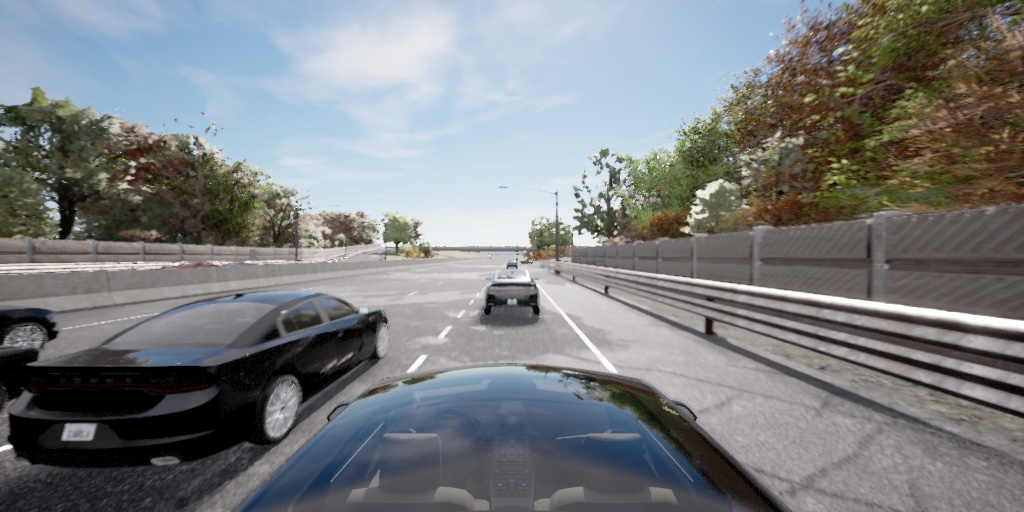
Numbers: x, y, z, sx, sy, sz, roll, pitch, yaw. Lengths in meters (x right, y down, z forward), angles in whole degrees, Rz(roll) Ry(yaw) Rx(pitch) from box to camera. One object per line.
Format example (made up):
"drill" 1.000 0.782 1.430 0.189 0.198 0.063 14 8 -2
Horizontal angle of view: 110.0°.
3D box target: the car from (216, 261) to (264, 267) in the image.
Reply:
"car" -24.488 1.344 33.449 1.895 1.301 4.718 0 0 0

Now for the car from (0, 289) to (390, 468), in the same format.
"car" -3.395 1.224 5.288 1.882 1.535 5.008 0 0 0

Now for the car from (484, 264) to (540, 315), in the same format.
"car" 0.007 1.231 13.622 2.128 1.511 4.902 0 0 0

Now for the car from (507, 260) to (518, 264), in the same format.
"car" 0.065 1.314 60.272 2.033 1.411 5.357 0 0 1

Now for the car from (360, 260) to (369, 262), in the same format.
"car" -21.014 1.306 50.942 2.033 1.411 5.357 0 0 1

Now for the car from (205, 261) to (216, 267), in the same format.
"car" -28.024 1.237 36.747 2.128 1.511 4.902 0 0 1

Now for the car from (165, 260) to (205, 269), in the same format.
"car" -31.523 1.224 35.544 1.882 1.535 5.008 0 0 1
